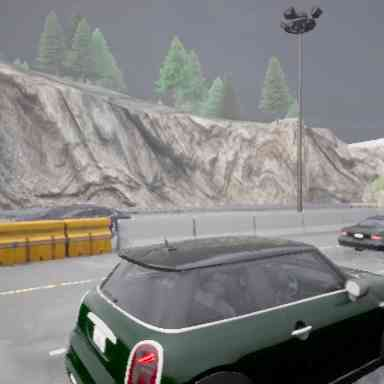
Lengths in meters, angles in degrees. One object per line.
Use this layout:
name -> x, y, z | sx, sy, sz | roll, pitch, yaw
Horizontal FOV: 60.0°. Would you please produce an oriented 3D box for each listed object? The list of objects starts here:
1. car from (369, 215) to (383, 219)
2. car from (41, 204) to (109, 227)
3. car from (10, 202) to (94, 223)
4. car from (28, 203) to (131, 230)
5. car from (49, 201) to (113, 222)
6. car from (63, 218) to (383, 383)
car -> 7.975, 1.572, 12.783 | 5.357, 1.411, 2.033 | 0, 0, -29
car -> -8.236, 1.575, 23.550 | 4.181, 1.385, 1.994 | 0, 0, -32
car -> -7.814, 1.555, 19.719 | 5.357, 1.411, 2.033 | 0, 0, -34
car -> -5.465, 1.514, 17.035 | 4.892, 1.490, 1.837 | 0, 0, -33
car -> -9.024, 1.539, 27.207 | 4.674, 1.442, 1.812 | 0, 0, -32
car -> 0.911, 1.359, 4.230 | 4.553, 1.767, 2.097 | 0, 0, -34
